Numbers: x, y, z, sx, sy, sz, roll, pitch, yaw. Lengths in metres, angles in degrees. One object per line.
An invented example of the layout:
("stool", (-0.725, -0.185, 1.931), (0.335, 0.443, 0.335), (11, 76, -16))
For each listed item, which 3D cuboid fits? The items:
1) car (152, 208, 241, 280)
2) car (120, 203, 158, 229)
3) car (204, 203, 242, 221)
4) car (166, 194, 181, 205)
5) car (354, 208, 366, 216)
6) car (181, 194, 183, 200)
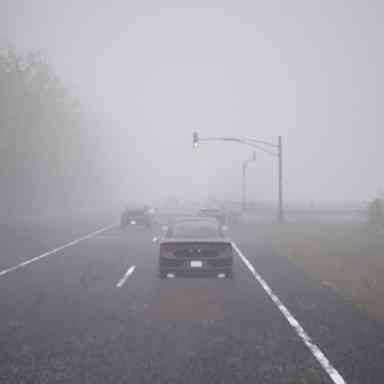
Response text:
("car", (0.099, 1.475, 9.988), (1.882, 1.535, 5.008), (0, 0, 0))
("car", (-3.403, 1.500, 21.724), (1.837, 1.490, 4.892), (0, 1, 0))
("car", (2.038, 1.486, 23.005), (2.128, 1.511, 4.902), (0, 0, 25))
("car", (-3.408, 1.324, 57.988), (2.097, 1.767, 4.553), (0, 0, 0))
("car", (19.242, 1.796, 33.173), (5.357, 1.411, 2.033), (1, -1, 0))
("car", (-3.513, 1.301, 93.244), (2.097, 1.767, 4.553), (0, 0, 0))
